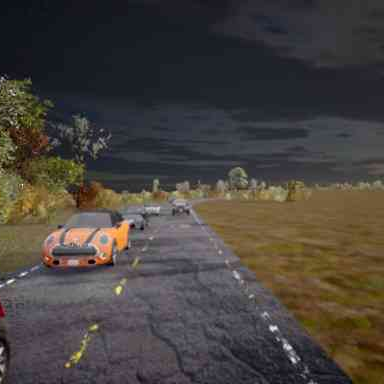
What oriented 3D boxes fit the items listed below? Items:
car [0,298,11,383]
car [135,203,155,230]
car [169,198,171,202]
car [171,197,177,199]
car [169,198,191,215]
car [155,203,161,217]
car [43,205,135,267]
[{"bbox_3d":[-3.119,1.394,1.975,2.097,1.767,4.553,-1,0,-2],"label":"car"},{"bbox_3d":[-3.870,1.646,21.965,2.128,1.511,4.902,-1,0,-2],"label":"car"},{"bbox_3d":[-4.187,1.817,76.302,1.837,1.490,4.892,-1,0,4],"label":"car"},{"bbox_3d":[-1.618,1.739,47.020,1.882,1.535,5.008,-1,0,-2],"label":"car"},{"bbox_3d":[-1.221,1.728,36.315,1.812,1.442,4.674,-1,0,-2],"label":"car"},{"bbox_3d":[-4.283,1.825,34.507,1.895,1.301,4.718,-1,0,-2],"label":"car"},{"bbox_3d":[-3.491,1.449,11.805,2.097,1.767,4.553,-1,0,-2],"label":"car"}]
